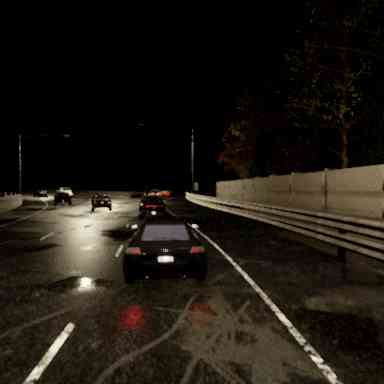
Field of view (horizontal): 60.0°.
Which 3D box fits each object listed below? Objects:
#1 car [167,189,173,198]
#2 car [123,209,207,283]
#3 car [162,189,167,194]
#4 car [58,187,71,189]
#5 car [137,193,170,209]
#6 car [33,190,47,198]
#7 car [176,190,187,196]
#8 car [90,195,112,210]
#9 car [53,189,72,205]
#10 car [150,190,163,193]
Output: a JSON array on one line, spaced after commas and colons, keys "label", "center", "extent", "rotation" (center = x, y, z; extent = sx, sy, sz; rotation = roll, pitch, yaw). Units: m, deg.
[{"label": "car", "center": [-5.120, 0.175, 66.812], "extent": [2.097, 1.767, 4.553], "rotation": [0, 1, 3]}, {"label": "car", "center": [-0.751, 1.399, 9.270], "extent": [1.994, 1.385, 4.181], "rotation": [0, 1, -5]}, {"label": "car", "center": [-5.552, 0.430, 52.350], "extent": [2.097, 1.767, 4.553], "rotation": [0, 1, -1]}, {"label": "car", "center": [-24.356, 0.126, 62.861], "extent": [2.150, 2.045, 5.566], "rotation": [-1, 1, -36]}, {"label": "car", "center": [-2.948, 1.073, 24.523], "extent": [1.837, 1.490, 4.892], "rotation": [0, 1, -9]}, {"label": "car", "center": [-28.731, 0.400, 62.823], "extent": [2.128, 1.511, 4.902], "rotation": [-1, 1, -37]}, {"label": "car", "center": [-3.256, 0.124, 91.878], "extent": [1.882, 1.535, 5.008], "rotation": [0, -2, 5]}, {"label": "car", "center": [-8.887, 0.980, 32.390], "extent": [2.033, 1.411, 5.357], "rotation": [0, 1, -18]}, {"label": "car", "center": [-16.044, 0.786, 41.204], "extent": [1.837, 1.490, 4.892], "rotation": [0, 1, -23]}, {"label": "car", "center": [-4.693, 0.828, 37.635], "extent": [2.128, 1.511, 4.902], "rotation": [0, 1, -6]}]
